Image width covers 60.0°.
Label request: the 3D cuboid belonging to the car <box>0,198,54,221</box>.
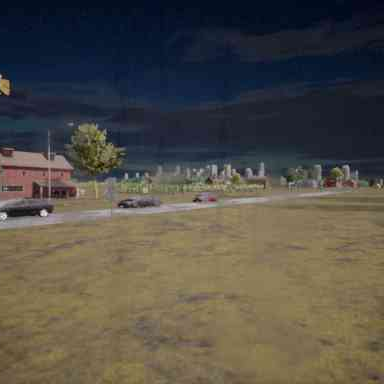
[{"bbox_3d":[-12.717,1.218,24.501,1.837,1.490,4.892,1,2,37],"label":"car"}]

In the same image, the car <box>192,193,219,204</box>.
[{"bbox_3d":[1.830,0.776,44.515,1.994,1.385,4.181,1,2,36],"label":"car"}]

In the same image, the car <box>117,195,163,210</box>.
[{"bbox_3d":[-5.280,1.010,34.721,2.033,1.411,5.357,1,2,36],"label":"car"}]
